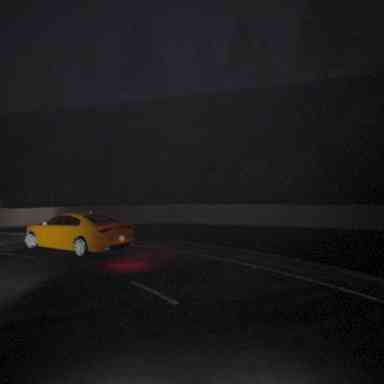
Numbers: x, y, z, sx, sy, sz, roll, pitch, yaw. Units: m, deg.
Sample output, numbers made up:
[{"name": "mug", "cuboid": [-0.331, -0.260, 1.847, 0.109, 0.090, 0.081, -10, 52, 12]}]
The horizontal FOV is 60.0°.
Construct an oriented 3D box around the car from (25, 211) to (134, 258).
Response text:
[{"name": "car", "cuboid": [-4.495, 1.503, 12.966, 5.008, 1.535, 1.882, -1, 0, 34]}]
